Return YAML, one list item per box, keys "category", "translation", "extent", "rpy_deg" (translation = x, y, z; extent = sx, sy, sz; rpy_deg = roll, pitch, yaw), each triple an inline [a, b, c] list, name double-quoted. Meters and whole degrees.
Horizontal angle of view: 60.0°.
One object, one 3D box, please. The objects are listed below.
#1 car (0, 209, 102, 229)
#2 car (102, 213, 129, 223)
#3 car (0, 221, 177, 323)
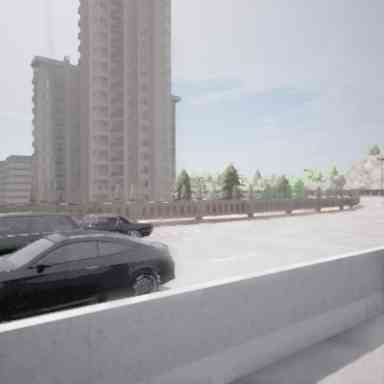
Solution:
- category: "car"
  translation: [-5.083, 1.350, 8.971]
  extent: [4.553, 1.767, 2.097]
  rpy_deg: [0, 0, -36]
- category: "car"
  translation: [-4.092, 1.593, 13.970]
  extent: [4.718, 1.301, 1.895]
  rpy_deg: [0, 0, -36]
- category: "car"
  translation: [-2.498, 1.523, 6.513]
  extent: [4.674, 1.442, 1.812]
  rpy_deg: [0, 0, -36]
